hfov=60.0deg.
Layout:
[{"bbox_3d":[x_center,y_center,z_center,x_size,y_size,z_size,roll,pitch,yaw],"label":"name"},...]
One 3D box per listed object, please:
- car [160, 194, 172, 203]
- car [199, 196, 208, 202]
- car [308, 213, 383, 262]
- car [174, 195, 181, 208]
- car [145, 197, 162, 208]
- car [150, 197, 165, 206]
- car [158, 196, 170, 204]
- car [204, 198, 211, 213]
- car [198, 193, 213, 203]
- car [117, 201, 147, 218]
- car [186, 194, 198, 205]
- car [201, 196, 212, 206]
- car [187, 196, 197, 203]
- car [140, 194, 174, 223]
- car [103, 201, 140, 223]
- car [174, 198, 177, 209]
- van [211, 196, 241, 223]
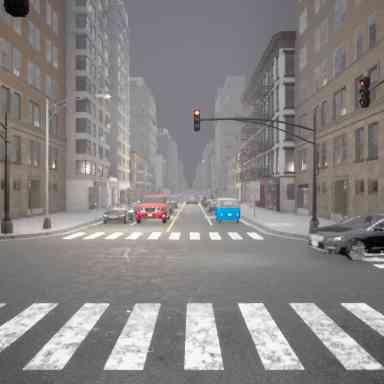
[{"bbox_3d":[-5.471,1.292,70.365,2.192,1.841,5.009,0,0,0],"label":"car"},{"bbox_3d":[2.547,1.524,76.060,2.008,1.369,4.403,0,0,0],"label":"car"},{"bbox_3d":[6.669,1.540,12.003,4.902,1.511,2.128,0,0,-11],"label":"car"},{"bbox_3d":[-2.889,1.500,45.469,1.837,1.490,4.892,0,0,0],"label":"car"},{"bbox_3d":[-5.444,1.519,47.468,1.752,1.417,4.829,0,0,0],"label":"car"},{"bbox_3d":[-5.451,1.556,53.320,1.947,1.339,4.313,0,0,0],"label":"car"},{"bbox_3d":[-5.464,1.547,64.683,1.947,1.339,4.313,0,0,0],"label":"car"},{"bbox_3d":[2.594,1.580,36.290,1.802,1.307,4.206,0,0,0],"label":"car"},{"bbox_3d":[2.574,1.305,53.335,2.192,1.841,5.009,0,0,0],"label":"car"},{"bbox_3d":[-5.425,1.543,30.592,1.887,1.381,4.507,0,0,0],"label":"car"},{"bbox_3d":[0.026,1.550,58.785,1.994,1.385,4.181,0,0,0],"label":"car"},{"bbox_3d":[2.581,1.576,47.653,1.802,1.307,4.206,0,0,0],"label":"car"},{"bbox_3d":[0.016,1.579,68.732,1.895,1.301,4.718,0,0,0],"label":"car"},{"bbox_3d":[-2.878,1.220,25.592,2.150,2.045,5.566,0,0,0],"label":"car"},{"bbox_3d":[-5.418,1.549,24.910,2.008,1.369,4.403,0,0,0],"label":"car"},{"bbox_3d":[-2.894,1.599,35.409,1.895,1.301,4.718,0,0,0],"label":"car"},{"bbox_3d":[2.607,1.340,24.928,1.690,1.788,3.998,0,0,0],"label":"van"}]
